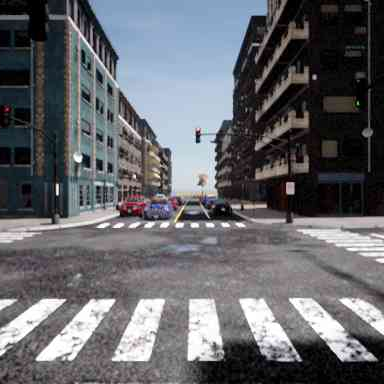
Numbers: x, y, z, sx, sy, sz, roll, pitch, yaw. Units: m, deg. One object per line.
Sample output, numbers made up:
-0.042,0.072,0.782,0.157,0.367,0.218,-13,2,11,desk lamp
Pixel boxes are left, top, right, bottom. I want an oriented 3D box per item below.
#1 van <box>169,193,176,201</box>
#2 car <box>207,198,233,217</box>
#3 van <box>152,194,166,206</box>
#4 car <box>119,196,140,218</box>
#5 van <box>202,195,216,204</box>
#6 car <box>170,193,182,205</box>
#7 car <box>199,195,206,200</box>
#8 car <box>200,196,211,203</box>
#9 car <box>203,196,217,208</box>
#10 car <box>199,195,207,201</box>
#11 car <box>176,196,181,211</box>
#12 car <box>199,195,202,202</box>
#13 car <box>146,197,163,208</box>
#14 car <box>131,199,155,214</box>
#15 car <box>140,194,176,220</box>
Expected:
-5.054,1.244,85.809,1.690,1.788,3.998,0,0,0,van
2.657,1.542,30.266,1.947,1.339,4.313,0,0,0,car
-5.156,1.291,52.497,1.690,1.788,3.998,0,0,0,van
-5.223,1.291,30.289,2.192,1.841,5.009,0,0,0,car
2.708,1.298,46.922,1.690,1.788,3.998,0,0,0,van
-2.658,1.424,55.584,1.882,1.535,5.008,0,0,0,car
2.843,1.439,91.338,1.887,1.381,4.507,0,0,0,car
2.775,1.479,69.130,2.008,1.369,4.403,0,0,0,car
2.691,1.546,41.370,1.802,1.307,4.206,0,0,0,car
2.826,1.448,85.786,1.887,1.381,4.507,0,0,0,car
-2.725,1.442,40.515,1.882,1.535,5.008,0,0,0,car
2.742,1.383,58.026,1.967,1.590,4.097,0,0,0,car
-5.173,1.502,46.946,1.887,1.381,4.507,0,0,0,car
-5.207,1.515,35.841,1.887,1.381,4.507,0,0,0,car
-2.792,1.330,28.202,2.097,1.767,4.553,0,0,1,car
